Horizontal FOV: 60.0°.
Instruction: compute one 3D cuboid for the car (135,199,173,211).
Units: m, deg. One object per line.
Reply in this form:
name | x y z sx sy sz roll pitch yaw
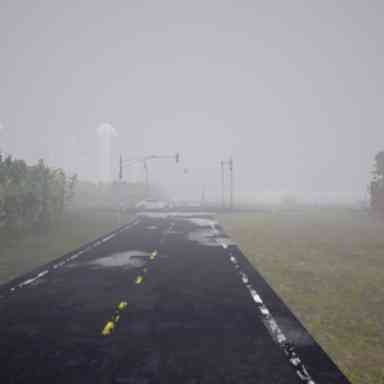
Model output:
car | -4.733 1.557 41.601 4.674 1.442 1.812 0 0 -4
